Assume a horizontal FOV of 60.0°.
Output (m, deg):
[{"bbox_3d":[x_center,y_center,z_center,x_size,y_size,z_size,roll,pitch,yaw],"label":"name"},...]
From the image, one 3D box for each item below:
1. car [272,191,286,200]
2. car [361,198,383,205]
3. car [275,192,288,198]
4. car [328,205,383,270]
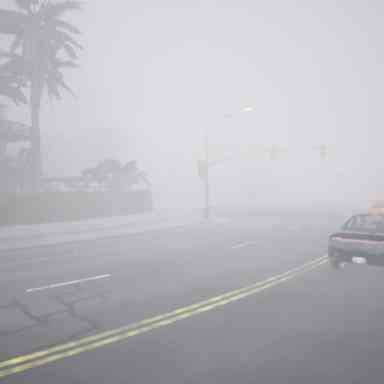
[{"bbox_3d":[17.966,0.864,69.562,2.097,1.535,5.008,-1,0,18],"label":"car"},{"bbox_3d":[13.571,1.162,24.194,1.882,1.535,5.008,-1,0,21],"label":"car"},{"bbox_3d":[23.155,0.706,85.960,2.231,1.521,4.892,-1,0,28],"label":"car"},{"bbox_3d":[5.541,1.365,9.696,2.128,1.511,4.902,0,0,41],"label":"car"}]
